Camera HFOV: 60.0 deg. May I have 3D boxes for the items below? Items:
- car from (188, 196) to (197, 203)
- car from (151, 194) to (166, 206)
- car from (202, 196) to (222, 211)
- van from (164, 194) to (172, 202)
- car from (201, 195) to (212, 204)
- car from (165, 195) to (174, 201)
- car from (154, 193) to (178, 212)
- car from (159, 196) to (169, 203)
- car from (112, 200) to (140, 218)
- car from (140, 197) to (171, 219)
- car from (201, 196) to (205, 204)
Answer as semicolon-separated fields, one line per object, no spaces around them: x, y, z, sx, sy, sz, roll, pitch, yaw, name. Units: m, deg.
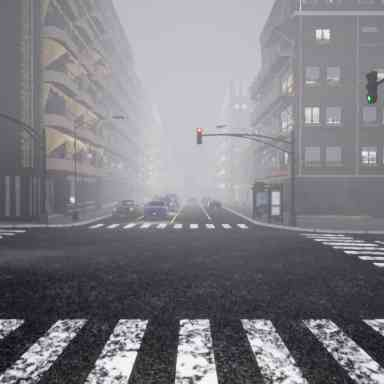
0.082;1.561;69.764;1.994;1.385;4.181;0;0;0;car
-5.708;1.313;57.458;2.192;1.841;5.009;0;0;0;car
2.678;1.548;40.539;2.008;1.369;4.403;0;0;0;car
-5.712;1.337;80.014;1.690;1.788;3.998;0;0;0;van
2.672;1.437;63.094;1.967;1.590;4.097;0;0;0;car
-5.713;1.546;85.652;2.008;1.369;4.403;0;0;0;car
-3.097;1.350;38.974;2.097;1.767;4.553;0;0;0;car
-5.709;1.523;68.566;1.752;1.417;4.829;0;0;0;car
-5.700;1.438;29.265;1.967;1.590;4.097;0;0;0;car
-3.095;1.475;29.347;1.882;1.535;5.008;0;0;-1;car
2.677;1.542;46.177;1.887;1.381;4.507;0;0;0;car
